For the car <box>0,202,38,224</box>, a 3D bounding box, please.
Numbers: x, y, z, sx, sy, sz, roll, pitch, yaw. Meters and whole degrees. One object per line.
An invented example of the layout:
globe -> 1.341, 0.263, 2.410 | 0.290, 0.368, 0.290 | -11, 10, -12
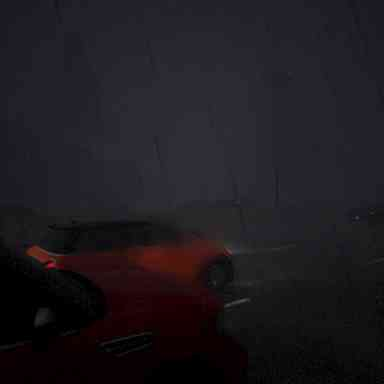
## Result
car -> -14.039, 1.540, 24.190 | 4.892, 1.490, 1.837 | 0, 0, -37

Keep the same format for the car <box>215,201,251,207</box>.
car -> 2.527, 1.465, 28.603 | 4.902, 1.511, 2.128 | 0, 0, -42

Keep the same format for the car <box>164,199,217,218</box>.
car -> -0.042, 1.483, 30.988 | 4.892, 1.490, 1.837 | -1, 1, -41

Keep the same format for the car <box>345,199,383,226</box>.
car -> 12.427, 1.467, 23.130 | 4.674, 1.442, 1.812 | 0, 0, -42

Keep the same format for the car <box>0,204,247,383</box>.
car -> -2.137, 1.229, 2.292 | 5.566, 2.045, 2.150 | 0, 0, -36

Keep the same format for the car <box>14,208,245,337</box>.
car -> -1.204, 1.352, 7.345 | 4.553, 1.767, 2.097 | 0, 0, -37

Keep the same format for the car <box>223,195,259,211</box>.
car -> 6.219, 1.303, 41.644 | 4.553, 1.767, 2.097 | 0, 0, -45

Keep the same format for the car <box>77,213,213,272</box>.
car -> -1.536, 1.563, 11.470 | 4.181, 1.385, 1.994 | 0, 0, -37
